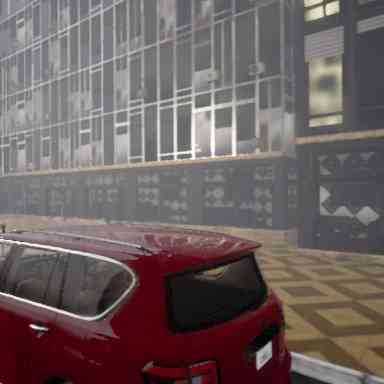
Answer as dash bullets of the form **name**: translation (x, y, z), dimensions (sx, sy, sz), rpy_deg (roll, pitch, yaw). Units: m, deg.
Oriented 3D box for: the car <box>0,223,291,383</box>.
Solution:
- **car**: translation (-1.403, 1.293, 3.893), dimensions (5.009, 1.841, 2.192), rpy_deg (0, -1, 35)
